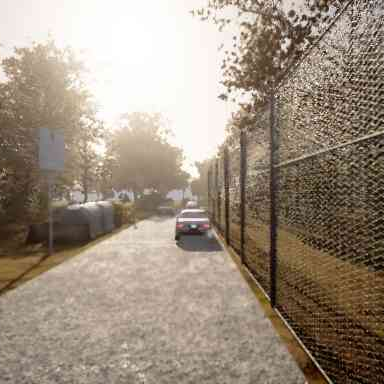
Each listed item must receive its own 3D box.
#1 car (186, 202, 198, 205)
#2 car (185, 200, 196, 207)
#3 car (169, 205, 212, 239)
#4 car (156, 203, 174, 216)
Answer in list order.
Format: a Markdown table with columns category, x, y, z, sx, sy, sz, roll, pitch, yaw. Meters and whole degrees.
| category | x | y | z | sx | sy | sz | roll | pitch | yaw |
| --- | --- | --- | --- | --- | --- | --- | --- | --- | --- |
| car | 0.023 | 1.893 | 39.223 | 1.812 | 1.442 | 4.674 | 0 | -1 | 0 |
| car | -0.319 | 2.711 | 78.458 | 2.128 | 1.511 | 4.902 | 0 | -2 | 8 |
| car | 0.069 | 1.617 | 17.564 | 2.033 | 1.411 | 5.357 | 0 | 0 | 0 |
| car | -2.923 | 1.938 | 37.636 | 1.895 | 1.301 | 4.718 | 0 | -1 | 0 |
